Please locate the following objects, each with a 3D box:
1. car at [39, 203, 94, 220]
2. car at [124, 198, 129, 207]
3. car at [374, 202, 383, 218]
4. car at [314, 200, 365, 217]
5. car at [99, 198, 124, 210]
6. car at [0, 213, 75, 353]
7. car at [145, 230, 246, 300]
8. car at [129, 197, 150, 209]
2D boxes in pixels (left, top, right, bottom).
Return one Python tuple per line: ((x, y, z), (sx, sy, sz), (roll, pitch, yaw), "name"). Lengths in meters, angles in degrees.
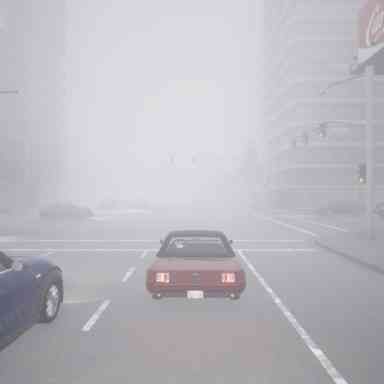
((-10.206, 1.564, 27.031), (4.181, 1.385, 1.994), (0, 0, -29), "car")
((-10.453, 1.601, 52.094), (1.895, 1.301, 4.718), (0, 0, 1), "car")
((18.256, 1.222, 27.783), (5.566, 2.045, 2.150), (0, 0, 0), "car")
((14.045, 1.505, 31.268), (4.892, 1.490, 1.837), (0, 0, 0), "car")
((-10.488, 1.505, 42.838), (1.837, 1.490, 4.892), (0, 0, 0), "car")
((-3.434, 1.352, 4.329), (2.097, 1.767, 4.553), (0, 0, 1), "car")
((0.106, 1.601, 8.353), (1.895, 1.301, 4.718), (0, 0, 1), "car")
((-6.962, 1.492, 46.451), (2.128, 1.511, 4.902), (0, 0, 1), "car")
